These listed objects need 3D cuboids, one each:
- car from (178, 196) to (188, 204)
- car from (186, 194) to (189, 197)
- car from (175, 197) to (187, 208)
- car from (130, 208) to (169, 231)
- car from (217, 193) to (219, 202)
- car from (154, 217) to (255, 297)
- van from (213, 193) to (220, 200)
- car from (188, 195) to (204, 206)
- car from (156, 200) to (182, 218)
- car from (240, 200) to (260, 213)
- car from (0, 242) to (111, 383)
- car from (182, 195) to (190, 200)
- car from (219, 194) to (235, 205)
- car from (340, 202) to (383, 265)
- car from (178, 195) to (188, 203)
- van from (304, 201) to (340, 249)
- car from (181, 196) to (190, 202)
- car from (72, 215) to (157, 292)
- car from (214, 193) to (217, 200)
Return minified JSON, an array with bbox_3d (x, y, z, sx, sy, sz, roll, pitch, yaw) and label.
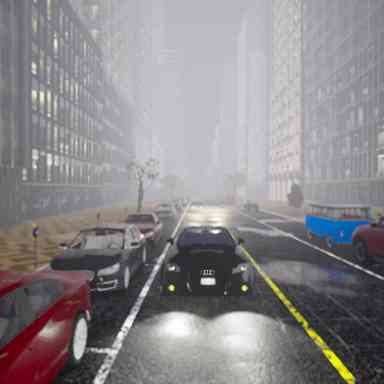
[{"bbox_3d":[-1.685,1.491,65.413,1.752,1.417,4.829,-1,0,1],"label":"car"},{"bbox_3d":[-1.798,1.412,54.216,1.967,1.590,4.097,-1,0,1],"label":"car"},{"bbox_3d":[-1.969,1.532,37.165,2.008,1.369,4.403,-1,0,1],"label":"car"},{"bbox_3d":[-2.198,1.575,14.432,1.802,1.307,4.206,-1,0,1],"label":"car"},{"bbox_3d":[6.695,1.281,65.499,2.192,1.841,5.009,-1,0,1],"label":"car"},{"bbox_3d":[0.338,1.560,8.474,1.994,1.385,4.181,0,0,1],"label":"car"},{"bbox_3d":[6.981,1.287,93.915,1.690,1.788,3.998,-1,0,1],"label":"van"},{"bbox_3d":[0.885,1.521,52.666,2.033,1.411,5.357,0,0,1],"label":"car"},{"bbox_3d":[-2.084,1.538,25.799,2.008,1.369,4.403,-1,0,1],"label":"car"},{"bbox_3d":[6.411,1.532,37.081,2.008,1.369,4.403,-1,0,1],"label":"car"},{"bbox_3d":[-2.312,1.543,3.066,1.887,1.381,4.507,-1,0,1],"label":"car"},{"bbox_3d":[-1.454,1.501,88.316,2.008,1.369,4.403,-1,0,1],"label":"car"},{"bbox_3d":[6.637,1.284,59.815,2.192,1.841,5.009,-1,0,1],"label":"car"},{"bbox_3d":[6.123,1.311,8.665,2.192,1.841,5.009,-1,0,1],"label":"car"},{"bbox_3d":[-1.854,1.557,48.532,1.802,1.307,4.206,-1,0,1],"label":"car"},{"bbox_3d":[6.180,1.334,14.348,1.690,1.788,3.998,-1,0,1],"label":"van"},{"bbox_3d":[-1.569,1.524,76.950,1.947,1.339,4.313,-1,0,1],"label":"car"},{"bbox_3d":[-2.256,1.547,8.749,2.008,1.369,4.403,-1,0,1],"label":"car"},{"bbox_3d":[6.811,1.398,76.865,1.967,1.590,4.097,-1,0,1],"label":"car"}]
